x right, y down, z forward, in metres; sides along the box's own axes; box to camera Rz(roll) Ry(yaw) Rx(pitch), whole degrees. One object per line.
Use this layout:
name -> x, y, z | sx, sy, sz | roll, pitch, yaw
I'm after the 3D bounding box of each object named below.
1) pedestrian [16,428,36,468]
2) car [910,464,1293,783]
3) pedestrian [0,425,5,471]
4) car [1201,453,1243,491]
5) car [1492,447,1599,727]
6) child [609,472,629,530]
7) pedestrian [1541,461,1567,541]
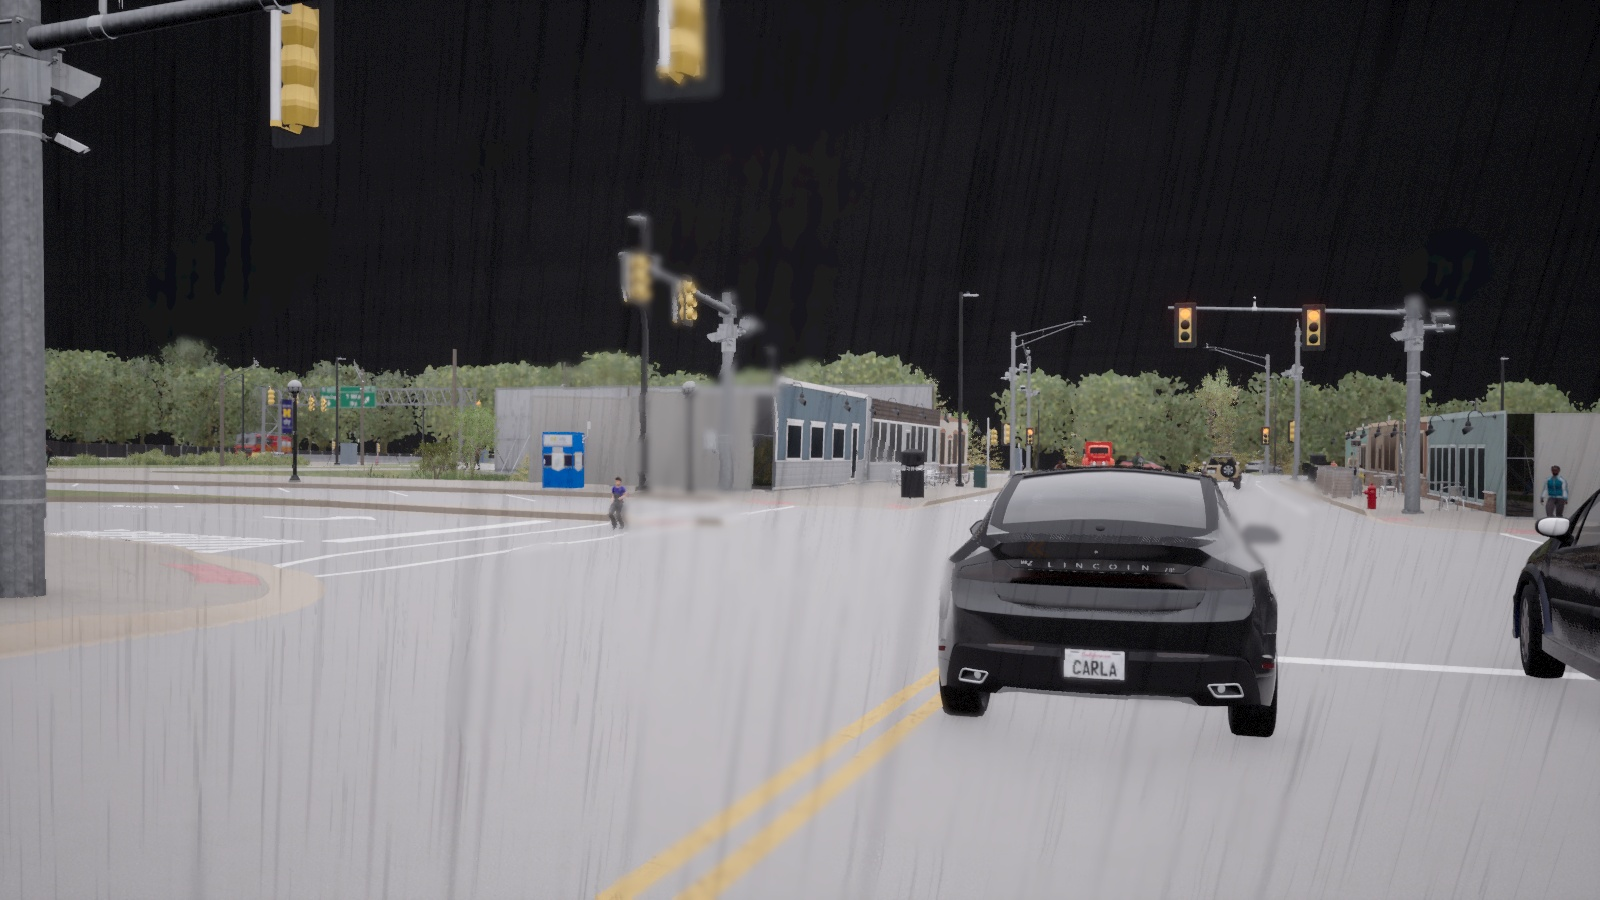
pedestrian -> -35.889, -0.085, 58.223 | 0.402, 1.842, 0.726 | 0, 1, 9
car -> 2.155, 0.886, 8.577 | 1.837, 1.490, 4.892 | 1, -1, 17
pedestrian -> -33.757, -0.081, 52.795 | 0.692, 1.930, 0.396 | 1, 1, 41
car -> 22.002, 1.111, 65.625 | 1.932, 1.855, 4.605 | 1, 0, 17
car -> 5.806, 0.822, 7.885 | 1.851, 1.617, 3.988 | 1, -1, 18
child -> -4.014, 1.121, 27.907 | 0.270, 1.263, 0.437 | 1, 1, 19
pedestrian -> 18.601, 1.255, 30.978 | 0.396, 1.930, 0.692 | 1, 1, 44
